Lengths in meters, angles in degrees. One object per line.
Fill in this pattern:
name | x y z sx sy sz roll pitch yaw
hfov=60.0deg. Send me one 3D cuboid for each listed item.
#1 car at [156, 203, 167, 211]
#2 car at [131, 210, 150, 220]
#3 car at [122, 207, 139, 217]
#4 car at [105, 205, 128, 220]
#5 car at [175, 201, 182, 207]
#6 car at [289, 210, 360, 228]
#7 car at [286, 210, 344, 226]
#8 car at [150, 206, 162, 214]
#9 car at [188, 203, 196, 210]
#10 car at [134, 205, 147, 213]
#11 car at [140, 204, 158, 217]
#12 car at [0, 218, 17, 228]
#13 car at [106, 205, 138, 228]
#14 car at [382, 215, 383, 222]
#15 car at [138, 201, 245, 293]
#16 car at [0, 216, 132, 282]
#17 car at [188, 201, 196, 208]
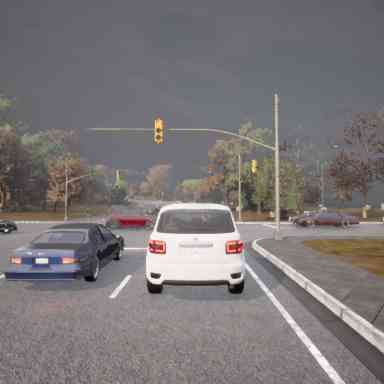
car | -6.974 3.391 75.968 2.033 1.411 5.357 0 0 0
car | -7.071 3.150 45.821 1.895 1.301 4.718 0 -2 -1
car | -10.558 3.377 57.475 2.033 1.411 5.357 0 -1 1
car | -10.592 2.815 47.182 2.150 2.045 5.566 0 -2 -2
car | -3.564 3.105 87.467 1.882 1.535 5.008 0 0 -3
car | 11.726 2.391 29.155 5.357 1.411 2.033 0 -3 -1
car | 12.007 2.493 32.670 4.902 1.511 2.128 0 -3 -1
car | -7.018 3.490 65.271 1.895 1.301 4.718 0 0 1
car | 0.026 3.343 77.667 1.837 1.490 4.892 0 0 0
car | -10.487 3.490 67.758 1.895 1.301 4.718 0 0 0
car | -7.071 3.015 55.349 2.150 2.045 5.566 0 -1 0
car | -13.930 2.064 21.852 5.357 1.411 2.033 -1 -3 24
car | -4.174 2.038 25.651 4.553 1.767 2.097 0 -3 3
car | 21.429 2.510 33.030 4.902 1.511 2.128 0 -3 -3
car | 0.086 1.321 9.202 2.150 2.045 5.566 0 -1 0
car | -3.414 1.665 10.057 2.033 1.411 5.357 0 -1 0
car | -0.088 3.299 87.819 1.837 1.490 4.892 0 0 -3
